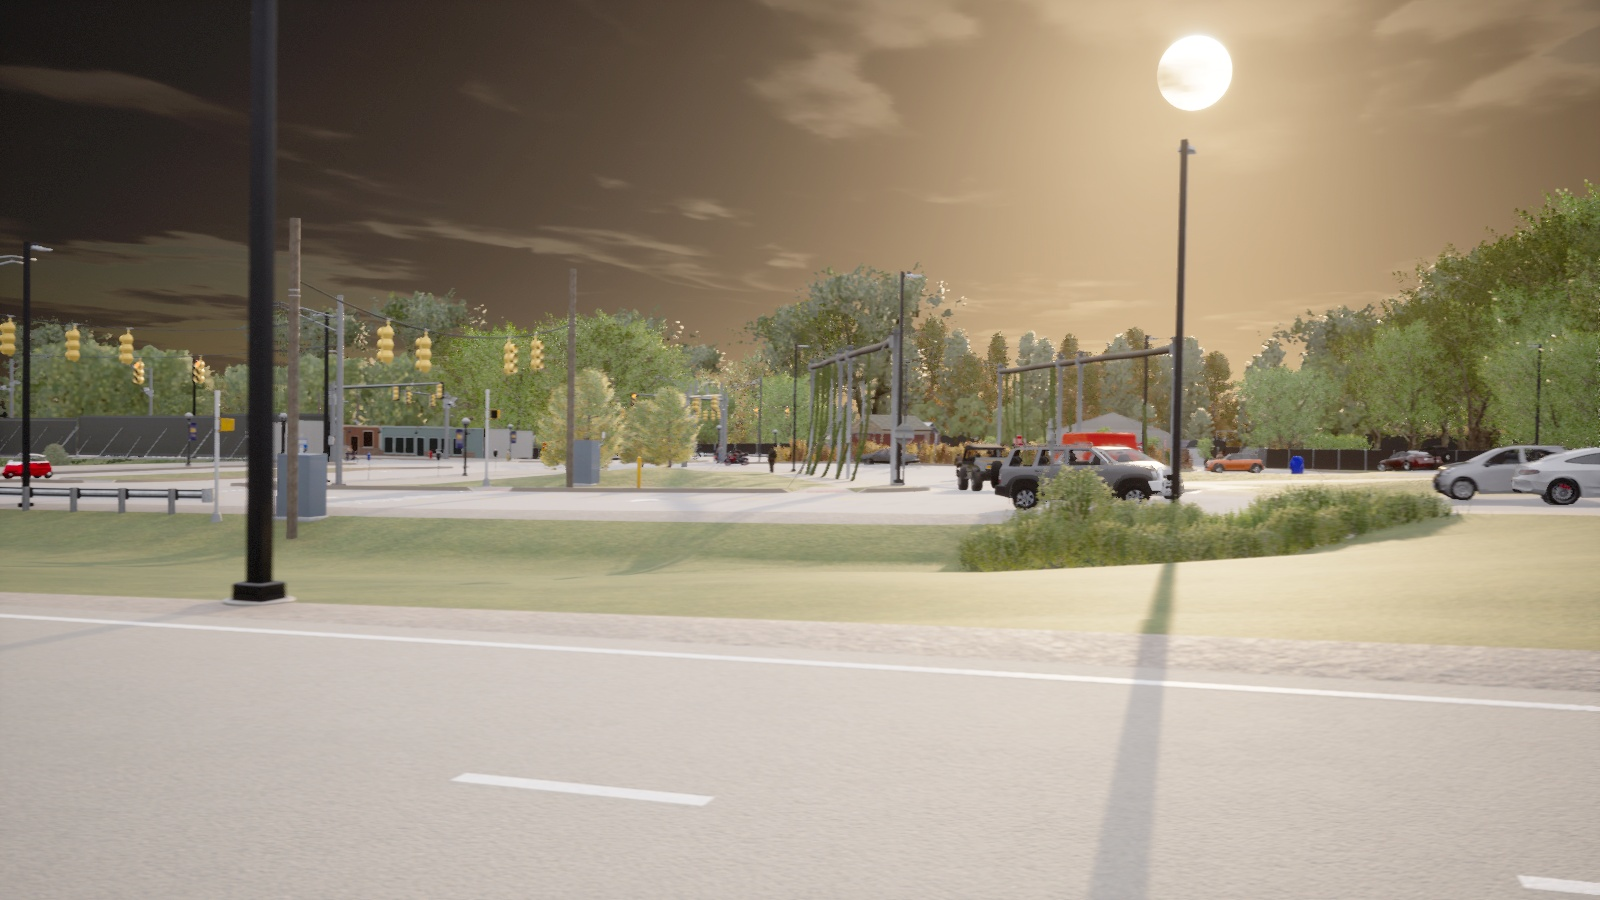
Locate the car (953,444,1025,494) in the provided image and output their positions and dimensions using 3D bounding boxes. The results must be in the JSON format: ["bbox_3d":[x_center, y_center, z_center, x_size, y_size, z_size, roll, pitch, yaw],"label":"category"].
[{"bbox_3d":[7.507,0.759,50.167,1.905,1.878,3.866,1,0,-5],"label":"car"}]

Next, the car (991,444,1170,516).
[{"bbox_3d":[7.634,0.771,34.085,4.605,1.855,1.932,0,1,16],"label":"car"}]

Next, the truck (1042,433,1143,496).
[{"bbox_3d":[12.391,0.619,53.639,2.627,2.467,5.204,1,-1,-5],"label":"truck"}]

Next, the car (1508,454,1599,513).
[{"bbox_3d":[20.543,0.816,31.486,4.674,1.442,1.812,-1,-1,24],"label":"car"}]

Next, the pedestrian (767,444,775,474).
[{"bbox_3d":[-1.832,0.568,80.330,0.395,1.930,0.692,1,1,-6],"label":"pedestrian"}]

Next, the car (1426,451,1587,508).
[{"bbox_3d":[19.743,0.816,35.269,3.633,1.501,1.845,-1,0,18],"label":"car"}]

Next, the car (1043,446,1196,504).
[{"bbox_3d":[9.987,0.733,39.649,2.242,1.667,4.611,-1,1,-26],"label":"car"}]

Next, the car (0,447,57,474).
[{"bbox_3d":[-41.430,0.550,67.435,1.481,1.376,2.207,0,0,18],"label":"car"}]
